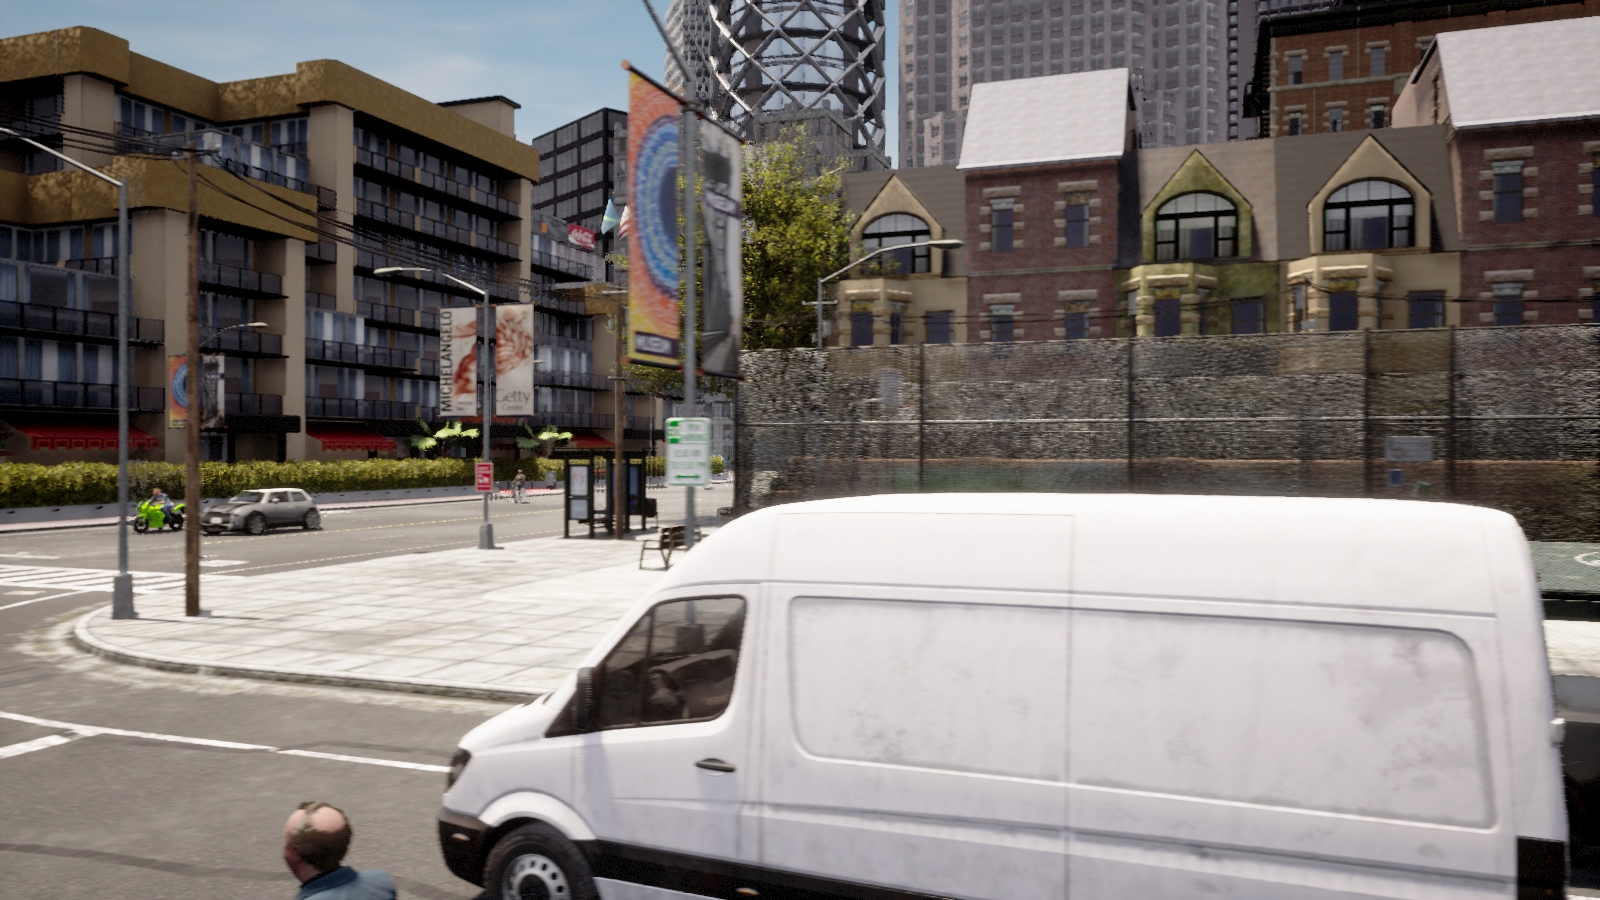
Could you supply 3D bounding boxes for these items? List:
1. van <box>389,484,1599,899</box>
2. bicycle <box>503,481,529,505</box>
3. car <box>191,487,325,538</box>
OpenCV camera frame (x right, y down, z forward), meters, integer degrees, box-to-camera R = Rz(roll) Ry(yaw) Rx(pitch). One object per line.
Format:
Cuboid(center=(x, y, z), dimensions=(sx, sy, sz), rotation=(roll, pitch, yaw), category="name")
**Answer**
Cuboid(center=(0.687, 1.534, 6.365), dimensions=(5.915, 2.561, 1.988), rotation=(0, 0, 25), category="van")
Cuboid(center=(-14.627, 2.210, 58.961), dimensions=(0.329, 1.171, 1.835), rotation=(0, 0, 20), category="bicycle")
Cuboid(center=(-18.178, 2.065, 38.525), dimensions=(1.970, 1.475, 3.806), rotation=(0, 0, 19), category="car")
